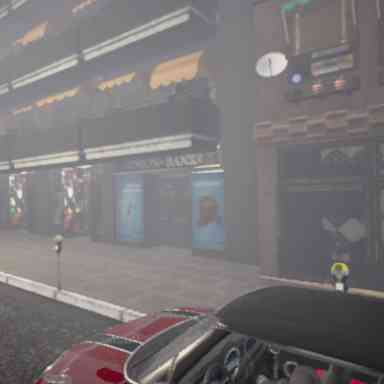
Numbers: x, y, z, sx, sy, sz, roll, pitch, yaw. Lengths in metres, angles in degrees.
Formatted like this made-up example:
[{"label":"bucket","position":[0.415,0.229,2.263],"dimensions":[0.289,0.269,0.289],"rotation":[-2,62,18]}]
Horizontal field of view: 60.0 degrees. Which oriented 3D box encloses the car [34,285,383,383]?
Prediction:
[{"label":"car","position":[0.626,1.439,2.310],"dimensions":[4.097,1.590,1.967],"rotation":[0,-1,36]}]
